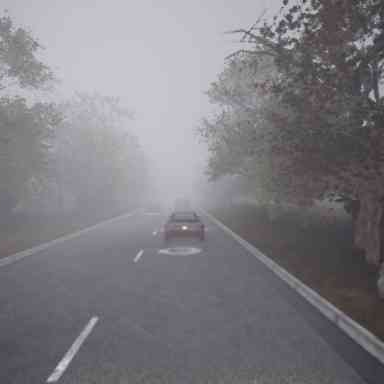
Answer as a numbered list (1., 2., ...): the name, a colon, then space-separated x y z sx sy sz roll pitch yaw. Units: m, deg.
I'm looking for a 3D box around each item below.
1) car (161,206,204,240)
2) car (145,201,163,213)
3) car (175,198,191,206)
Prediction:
1. car: -0.408 1.673 17.708 1.994 1.385 4.181 -1 0 -2
2. car: -4.570 1.843 40.886 1.994 1.385 4.181 -1 0 -2
3. car: -1.234 1.610 44.232 2.097 1.767 4.553 -1 0 -2
